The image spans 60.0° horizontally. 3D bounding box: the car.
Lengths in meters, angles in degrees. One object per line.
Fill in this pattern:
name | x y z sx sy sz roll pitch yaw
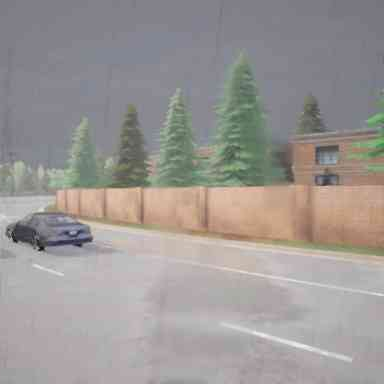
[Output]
car | -6.229 1.575 14.233 2.033 1.411 5.357 0 0 -45
